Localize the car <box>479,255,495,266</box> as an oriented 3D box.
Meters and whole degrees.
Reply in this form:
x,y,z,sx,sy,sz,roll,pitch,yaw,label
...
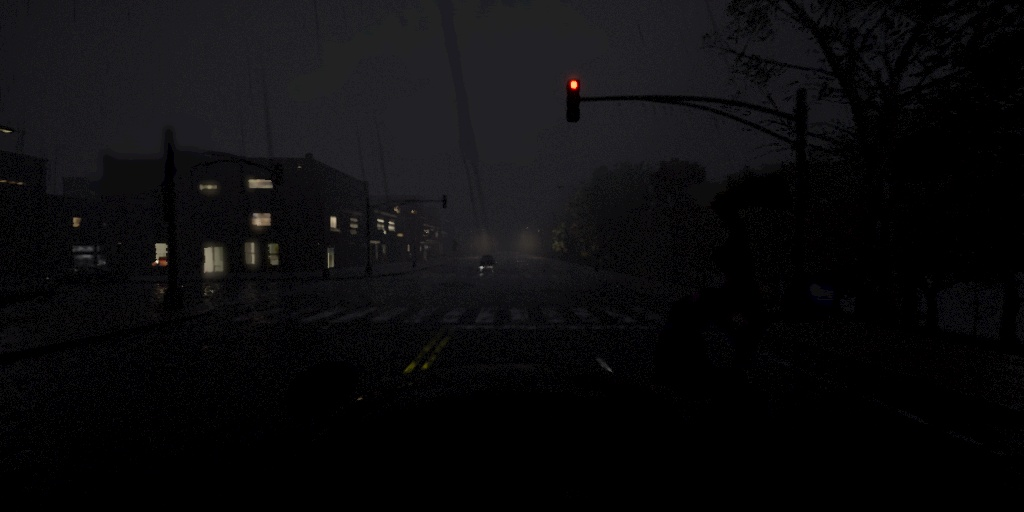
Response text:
x,y,z,sx,sy,sz,roll,pitch,yaw,label
-3.325,0.601,48.384,1.837,1.490,4.892,0,3,0,car

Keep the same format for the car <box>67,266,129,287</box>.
x,y,z,sx,sy,sz,roll,pitch,yaw,label
-28.331,1.332,23.982,4.403,1.370,2.007,0,0,-1,car

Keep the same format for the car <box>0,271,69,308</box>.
x,y,z,sx,sy,sz,roll,pitch,yaw,label
-22.621,1.476,15.463,4.313,1.339,1.948,0,0,-1,car
